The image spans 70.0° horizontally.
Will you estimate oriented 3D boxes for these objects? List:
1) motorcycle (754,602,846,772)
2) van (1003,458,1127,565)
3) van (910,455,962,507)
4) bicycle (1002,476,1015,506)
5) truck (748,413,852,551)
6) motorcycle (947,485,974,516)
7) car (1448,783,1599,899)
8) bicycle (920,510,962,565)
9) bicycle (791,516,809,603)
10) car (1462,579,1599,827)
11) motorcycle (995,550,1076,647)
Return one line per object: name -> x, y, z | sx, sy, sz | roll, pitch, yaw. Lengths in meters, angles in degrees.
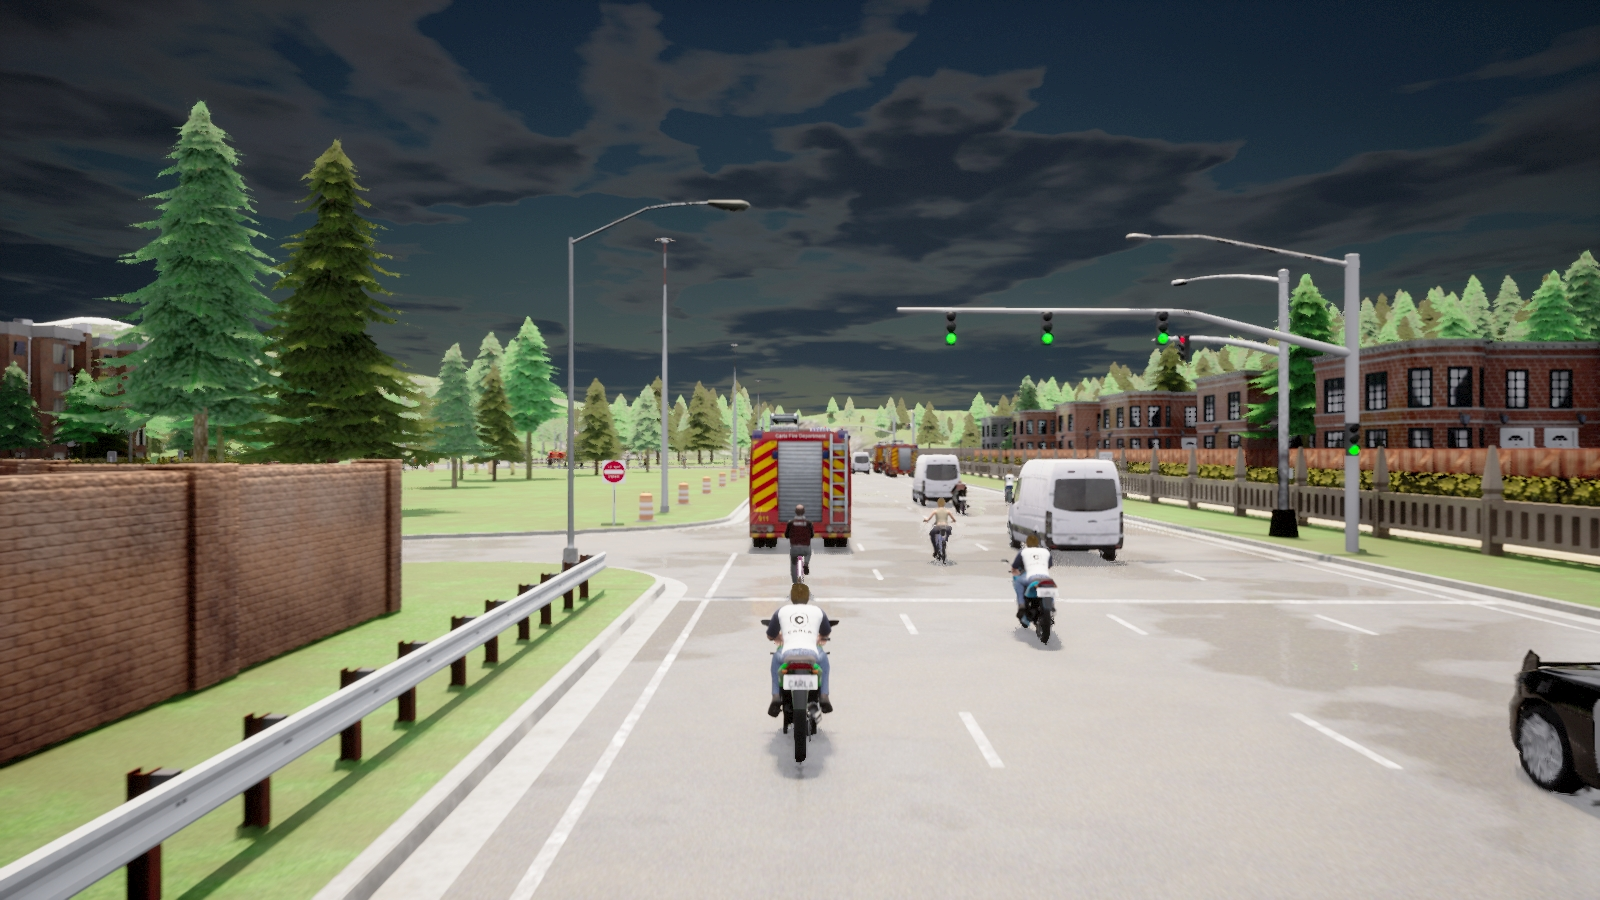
motorcycle -> -0.001, 2.186, 10.898 | 0.803, 1.199, 2.033 | 0, 0, 0
van -> 6.997, 1.534, 30.883 | 1.988, 2.561, 5.915 | 0, 0, 0
van -> 6.995, 1.533, 59.263 | 1.988, 2.561, 5.915 | 0, 0, 0
bicycle -> 10.499, 2.054, 57.519 | 0.373, 1.496, 1.643 | 0, 0, 0
truck -> -0.004, 0.890, 36.049 | 2.891, 3.827, 8.468 | 0, 0, 0
motorcycle -> 7.000, 2.204, 49.965 | 0.867, 1.251, 2.209 | 0, 0, 0
car -> 3.498, 2.065, 2.468 | 1.816, 1.474, 4.193 | 0, 0, 0
bicycle -> 3.500, 2.157, 28.423 | 0.859, 1.277, 1.487 | 0, 0, 0
bicycle -> -0.006, 2.060, 21.868 | 0.329, 1.471, 1.835 | 0, 0, 0
car -> 7.001, 1.982, 7.656 | 2.097, 1.638, 5.238 | 0, 0, 0
motorcycle -> 3.500, 2.186, 17.147 | 0.803, 1.199, 2.033 | 0, 0, 0
